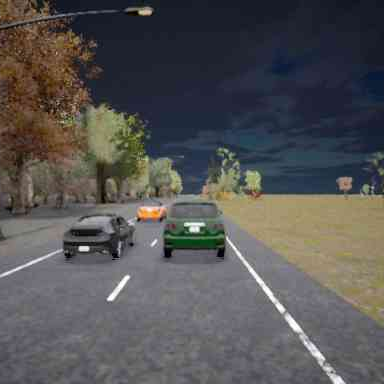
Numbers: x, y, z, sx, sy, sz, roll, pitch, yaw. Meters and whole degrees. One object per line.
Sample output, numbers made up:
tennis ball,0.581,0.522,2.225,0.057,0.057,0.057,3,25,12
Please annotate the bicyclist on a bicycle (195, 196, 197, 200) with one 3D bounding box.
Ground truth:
bicyclist on a bicycle,0.991,1.990,82.865,0.866,1.612,1.509,0,0,0

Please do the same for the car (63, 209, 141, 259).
car,-3.413,1.589,12.971,1.837,1.490,4.892,0,-1,0

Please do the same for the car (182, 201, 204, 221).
car,0.102,1.682,30.823,1.882,1.535,5.008,0,0,0

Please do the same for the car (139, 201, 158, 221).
car,-3.404,1.545,29.033,2.097,1.767,4.553,0,0,0

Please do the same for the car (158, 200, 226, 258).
car,0.094,1.309,13.321,2.150,2.045,5.566,0,0,0

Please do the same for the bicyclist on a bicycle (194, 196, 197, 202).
bicyclist on a bicycle,0.998,1.980,91.862,0.659,1.776,1.843,0,0,0
